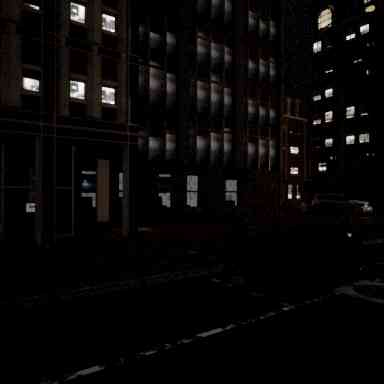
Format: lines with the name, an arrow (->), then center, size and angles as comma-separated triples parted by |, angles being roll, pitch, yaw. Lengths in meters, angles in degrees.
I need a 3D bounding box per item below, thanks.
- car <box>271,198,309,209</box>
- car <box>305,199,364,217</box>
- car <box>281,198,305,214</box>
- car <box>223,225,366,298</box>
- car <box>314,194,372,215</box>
car -> 12.968, 1.499, 44.430 | 1.752, 1.417, 4.829 | 0, 0, -36
car -> 12.860, 1.534, 30.204 | 1.802, 1.307, 4.206 | 0, 0, -36
car -> 9.659, 1.467, 34.667 | 1.752, 1.417, 4.829 | 0, 0, -36
car -> 2.782, 1.567, 8.542 | 4.313, 1.339, 1.947 | 0, 0, -36
car -> 14.435, 1.184, 32.450 | 2.150, 2.045, 5.566 | 0, 0, -36
